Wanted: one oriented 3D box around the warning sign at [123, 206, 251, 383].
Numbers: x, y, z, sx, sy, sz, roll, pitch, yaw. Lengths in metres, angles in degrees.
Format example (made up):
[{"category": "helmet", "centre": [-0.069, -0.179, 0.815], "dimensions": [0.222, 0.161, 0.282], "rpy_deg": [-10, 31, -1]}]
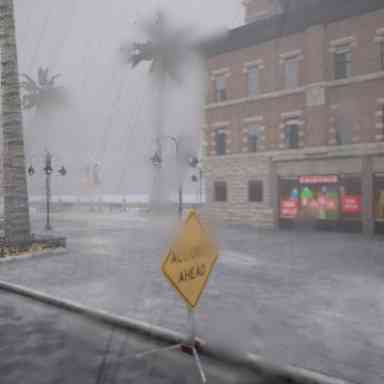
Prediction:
[{"category": "warning sign", "centre": [-0.019, 1.141, 4.249], "dimensions": [1.060, 1.860, 1.300], "rpy_deg": [-1, 0, 35]}]
